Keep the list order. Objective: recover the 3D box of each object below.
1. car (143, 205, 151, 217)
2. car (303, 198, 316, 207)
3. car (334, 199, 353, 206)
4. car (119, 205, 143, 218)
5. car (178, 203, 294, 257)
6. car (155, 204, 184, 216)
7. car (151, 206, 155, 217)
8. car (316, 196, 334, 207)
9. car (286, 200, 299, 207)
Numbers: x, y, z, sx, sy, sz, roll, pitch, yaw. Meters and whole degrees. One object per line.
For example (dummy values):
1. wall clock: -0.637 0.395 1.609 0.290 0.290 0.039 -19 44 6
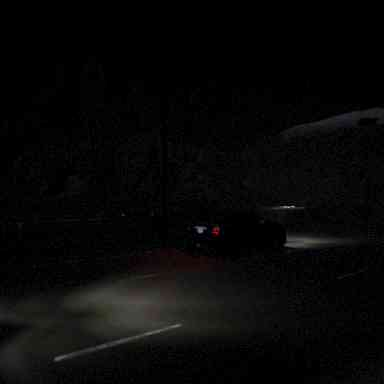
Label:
1. car: -2.057 1.941 33.999 4.902 1.511 2.128 0 -1 -43
2. car: 23.343 2.012 65.576 2.097 1.767 4.553 -1 -1 31
3. car: 26.213 2.004 56.866 1.882 1.535 5.008 -1 -1 33
4. car: -5.421 2.096 35.628 4.718 1.301 1.895 0 -1 -42
5. car: 1.970 1.520 14.090 4.553 1.767 2.097 0 -1 -39
6. car: -0.146 1.816 26.318 5.008 1.535 1.882 0 -1 -41
7. car: -1.068 1.920 30.169 4.674 1.442 1.812 0 -1 -42
8. car: 25.115 1.846 61.655 2.150 2.045 5.566 -1 -1 31
9. car: 20.241 2.255 67.195 1.994 1.385 4.181 -1 -1 31
